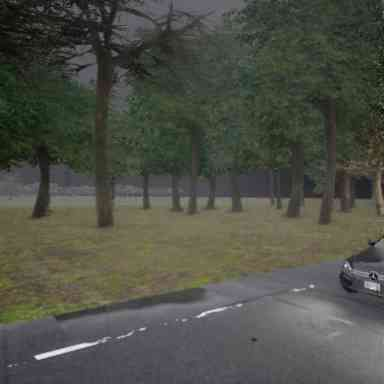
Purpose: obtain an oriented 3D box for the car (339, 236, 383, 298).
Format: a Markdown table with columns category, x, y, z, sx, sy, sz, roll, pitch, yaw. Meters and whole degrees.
| category | x | y | z | sx | sy | sz | roll | pitch | yaw |
| --- | --- | --- | --- | --- | --- | --- | --- | --- | --- |
| car | 5.420 | 1.586 | 7.858 | 4.674 | 1.442 | 1.812 | 0 | 0 | -36 |
